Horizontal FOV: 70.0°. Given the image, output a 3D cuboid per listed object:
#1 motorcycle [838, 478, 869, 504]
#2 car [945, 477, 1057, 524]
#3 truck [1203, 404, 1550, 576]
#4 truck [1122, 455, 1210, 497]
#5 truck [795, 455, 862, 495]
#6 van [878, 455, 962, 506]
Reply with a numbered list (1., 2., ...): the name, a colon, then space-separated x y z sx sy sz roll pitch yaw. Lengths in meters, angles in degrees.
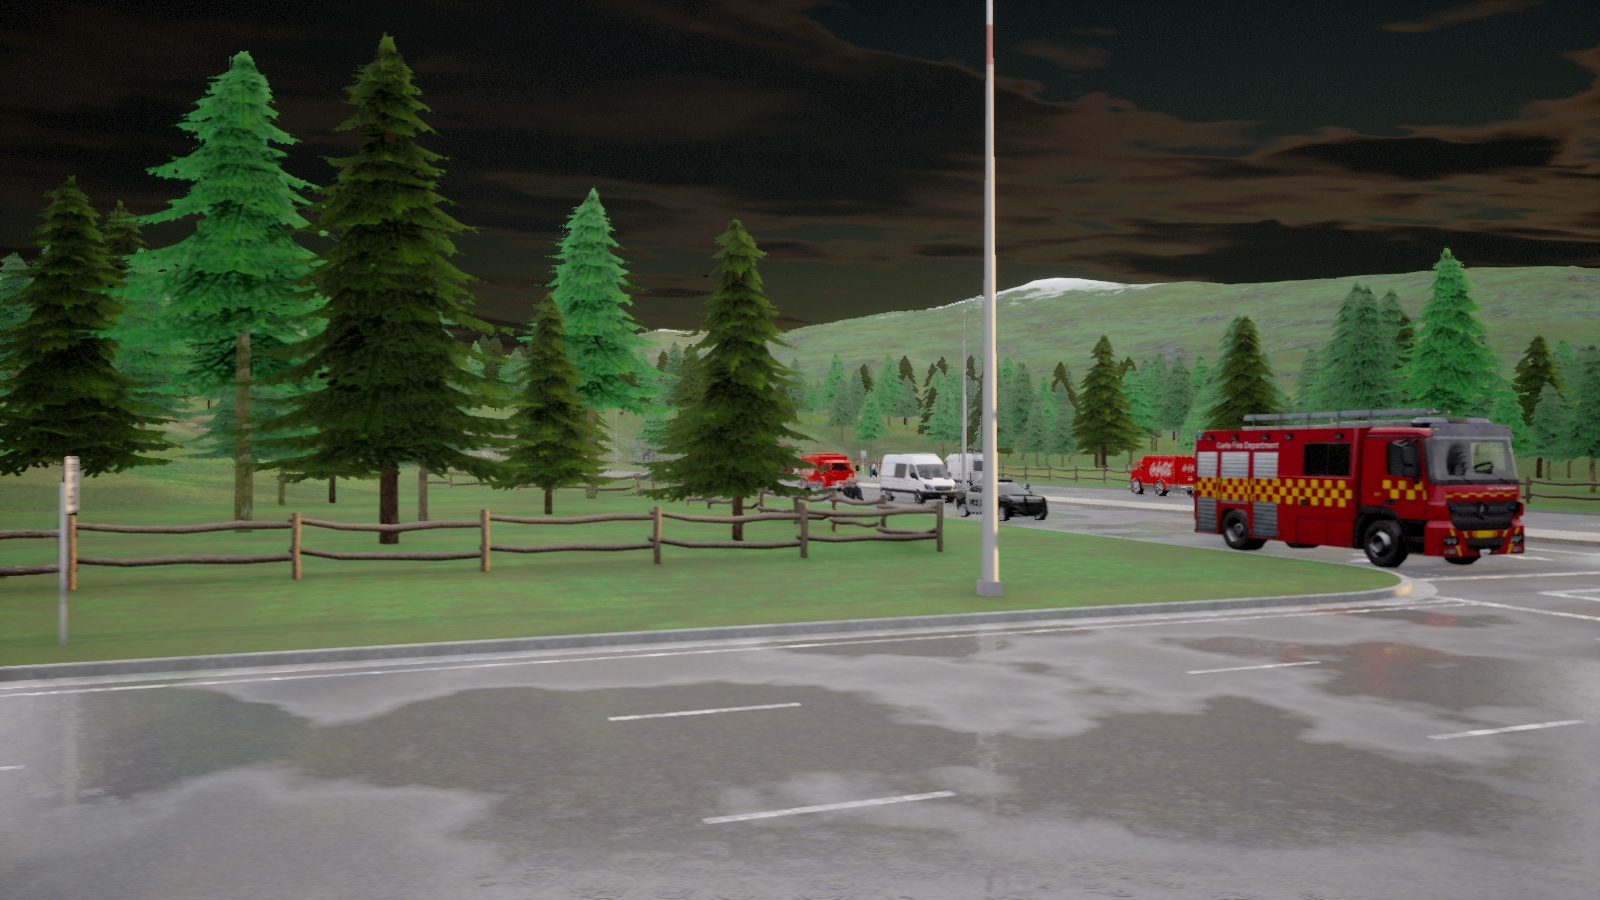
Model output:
1. motorcycle: 2.800 2.155 60.428 0.764 1.307 2.356 0 0 -21
2. car: 8.033 1.983 46.298 2.097 1.638 5.238 0 0 -21
3. truck: 14.569 0.891 29.952 2.891 3.827 8.468 0 0 -20
4. truck: 22.395 1.568 70.127 2.627 2.467 5.204 0 0 -17
5. truck: 1.787 1.568 73.350 2.627 2.467 5.204 0 0 -19
6. van: 6.326 1.534 60.996 1.988 2.561 5.915 0 0 -21
